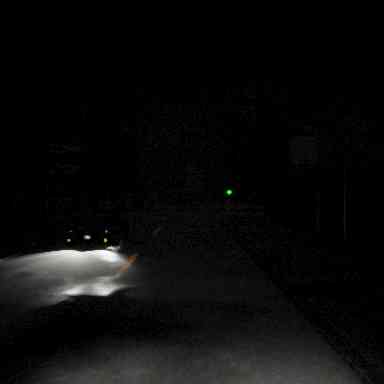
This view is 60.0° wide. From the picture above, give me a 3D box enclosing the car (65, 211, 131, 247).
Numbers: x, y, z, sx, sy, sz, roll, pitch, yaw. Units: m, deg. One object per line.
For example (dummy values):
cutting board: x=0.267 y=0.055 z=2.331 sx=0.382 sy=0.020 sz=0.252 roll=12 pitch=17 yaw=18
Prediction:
car: x=-4.027 y=1.555 z=14.808 sx=1.994 sy=1.385 sz=4.181 roll=0 pitch=0 yaw=0
